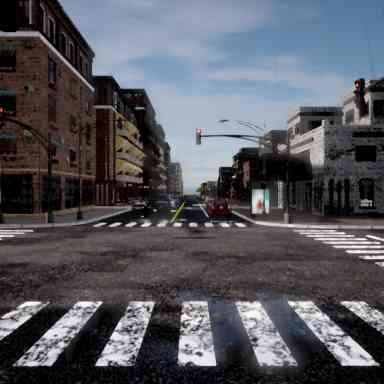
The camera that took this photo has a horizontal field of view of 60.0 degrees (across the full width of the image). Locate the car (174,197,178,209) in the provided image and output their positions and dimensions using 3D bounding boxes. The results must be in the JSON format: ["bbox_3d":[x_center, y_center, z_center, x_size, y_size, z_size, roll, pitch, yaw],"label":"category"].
[{"bbox_3d":[-3.170,1.541,43.215,1.812,1.442,4.674,0,0,0],"label":"car"}]

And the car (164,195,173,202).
[{"bbox_3d":[-5.832,1.593,82.876,1.752,1.417,4.829,-1,0,0],"label":"car"}]

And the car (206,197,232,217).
[{"bbox_3d":[2.632,1.446,31.803,1.967,1.590,4.097,0,0,0],"label":"car"}]

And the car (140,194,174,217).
[{"bbox_3d":[-3.150,1.227,31.291,2.150,2.045,5.566,0,0,0],"label":"car"}]

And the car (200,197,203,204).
[{"bbox_3d":[2.604,1.572,48.894,2.008,1.369,4.403,0,0,0],"label":"car"}]

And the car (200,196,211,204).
[{"bbox_3d":[2.577,1.592,65.984,2.008,1.369,4.403,-1,0,0],"label":"car"}]

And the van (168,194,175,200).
[{"bbox_3d":[-5.853,1.431,94.440,1.690,1.788,3.998,-1,0,0],"label":"van"}]

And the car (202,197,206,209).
[{"bbox_3d":[2.614,1.597,43.197,1.802,1.307,4.206,0,0,0],"label":"car"}]

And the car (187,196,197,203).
[{"bbox_3d":[-0.026,1.594,70.257,2.033,1.411,5.357,0,0,0],"label":"car"}]

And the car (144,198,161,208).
[{"bbox_3d":[-5.776,1.572,48.868,2.008,1.369,4.403,0,0,0],"label":"car"}]

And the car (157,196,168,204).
[{"bbox_3d":[-5.804,1.566,65.787,1.752,1.417,4.829,0,0,0],"label":"car"}]

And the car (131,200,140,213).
[{"bbox_3d":[-5.757,1.561,37.474,2.008,1.369,4.403,0,0,0],"label":"car"}]

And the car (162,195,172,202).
[{"bbox_3d":[-5.825,1.498,77.350,1.967,1.590,4.097,0,0,0],"label":"car"}]
